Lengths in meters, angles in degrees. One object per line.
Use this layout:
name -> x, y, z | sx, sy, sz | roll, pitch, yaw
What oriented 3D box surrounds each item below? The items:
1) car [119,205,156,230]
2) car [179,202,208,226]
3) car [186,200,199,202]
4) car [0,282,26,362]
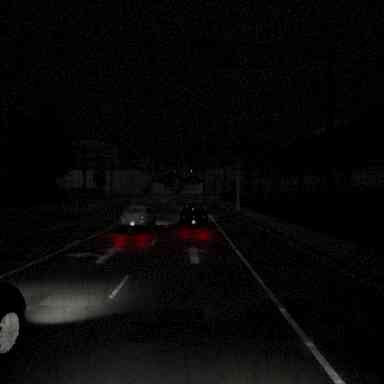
car -> -3.397, 1.581, 21.242 | 1.812, 1.442, 4.674 | 0, 0, 0
car -> 0.105, 1.658, 23.774 | 1.895, 1.301, 4.718 | 0, 0, 0
car -> 0.106, 1.571, 38.926 | 1.895, 1.301, 4.718 | 0, 1, 0
car -> -3.399, 1.526, 3.062 | 1.837, 1.490, 4.892 | 0, 0, 0
